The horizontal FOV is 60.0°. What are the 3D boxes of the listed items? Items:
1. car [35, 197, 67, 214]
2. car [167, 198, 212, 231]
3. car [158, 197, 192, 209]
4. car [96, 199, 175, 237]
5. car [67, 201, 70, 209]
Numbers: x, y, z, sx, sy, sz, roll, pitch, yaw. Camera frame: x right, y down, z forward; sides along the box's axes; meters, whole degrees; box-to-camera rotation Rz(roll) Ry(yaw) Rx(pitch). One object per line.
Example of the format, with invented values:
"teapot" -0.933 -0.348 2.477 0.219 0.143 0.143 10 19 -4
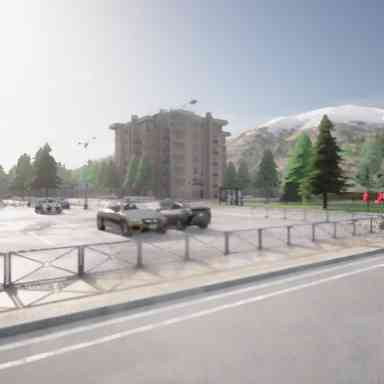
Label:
"car" -14.090 1.369 32.641 1.970 1.475 3.806 0 0 -36
"car" -0.767 1.318 19.304 2.007 1.523 4.514 0 0 -36
"car" -2.380 1.498 45.309 2.033 1.411 5.357 0 0 -36
"car" -3.279 1.316 17.424 2.152 1.636 5.027 0 0 -36
"car" -16.020 1.353 40.401 1.845 1.501 3.633 0 0 -36
